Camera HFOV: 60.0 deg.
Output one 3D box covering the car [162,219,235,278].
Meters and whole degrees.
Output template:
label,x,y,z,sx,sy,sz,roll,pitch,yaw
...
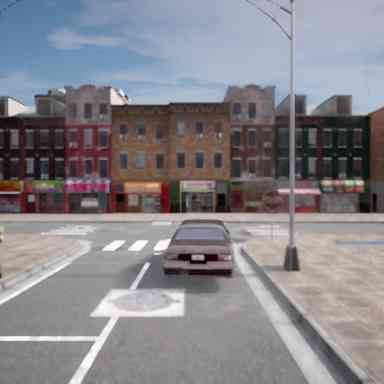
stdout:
label,x,y,z,sx,sy,sz,roll,pitch,yaw
car,0.322,1.537,10.083,2.033,1.411,5.357,0,0,4
